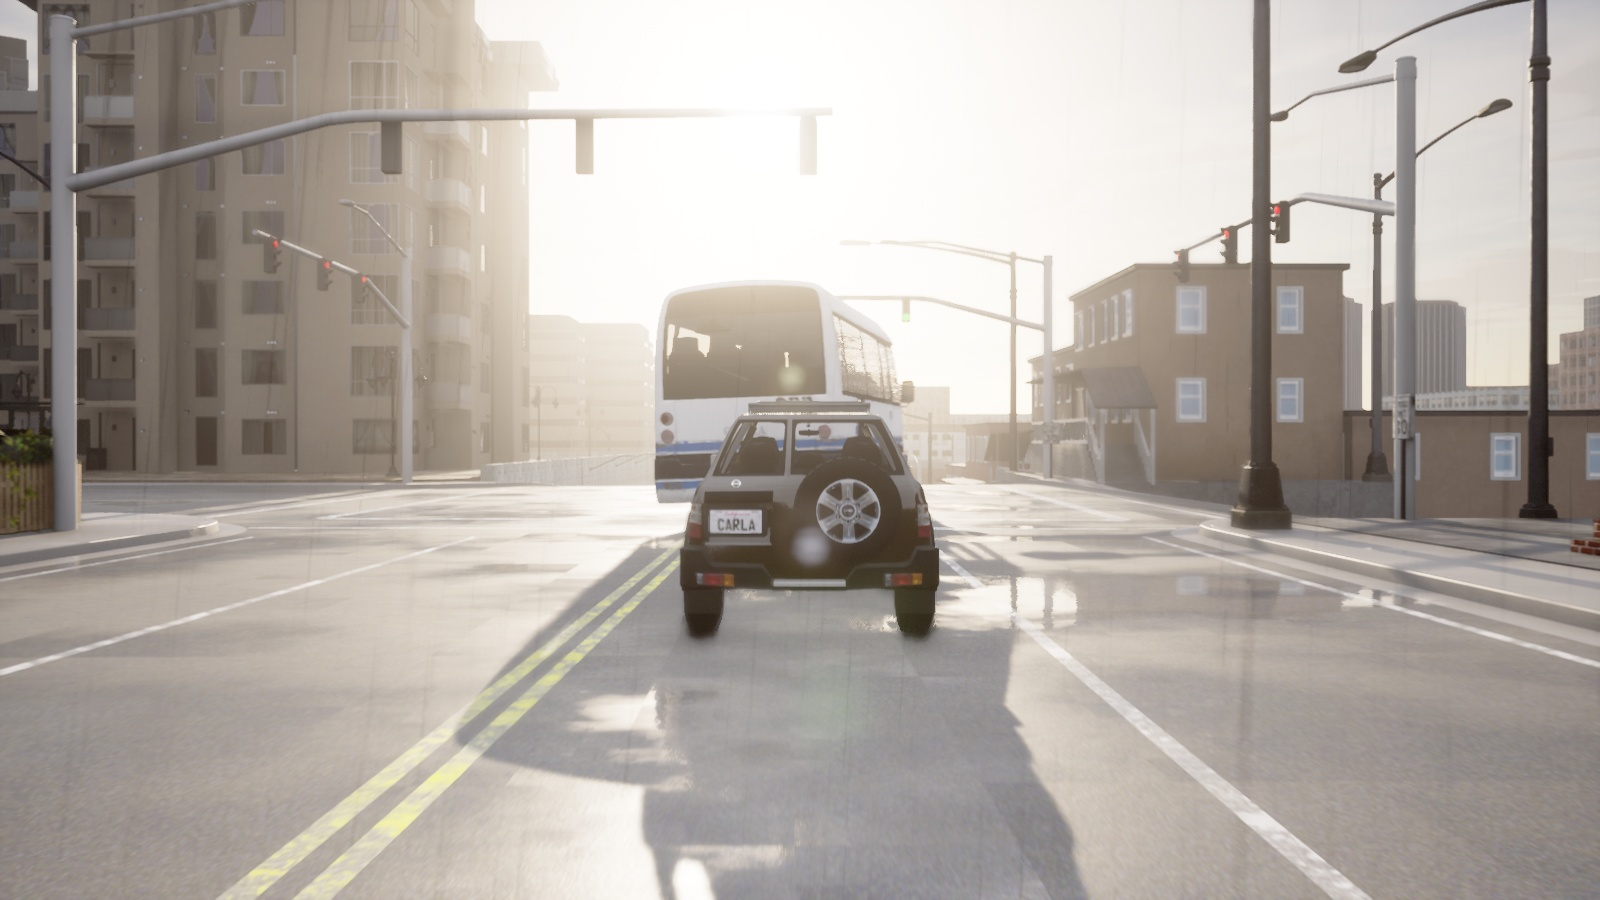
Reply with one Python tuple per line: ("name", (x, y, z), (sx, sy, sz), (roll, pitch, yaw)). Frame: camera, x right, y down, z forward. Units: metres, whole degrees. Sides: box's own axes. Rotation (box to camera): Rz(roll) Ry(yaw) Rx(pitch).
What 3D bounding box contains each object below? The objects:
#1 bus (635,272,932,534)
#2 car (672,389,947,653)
("bus", (0.200, -0.801, 26.071), (3.944, 4.253, 10.273), (-2, 0, 12))
("car", (0.080, 0.492, 11.146), (1.932, 1.855, 4.605), (0, 0, 0))
